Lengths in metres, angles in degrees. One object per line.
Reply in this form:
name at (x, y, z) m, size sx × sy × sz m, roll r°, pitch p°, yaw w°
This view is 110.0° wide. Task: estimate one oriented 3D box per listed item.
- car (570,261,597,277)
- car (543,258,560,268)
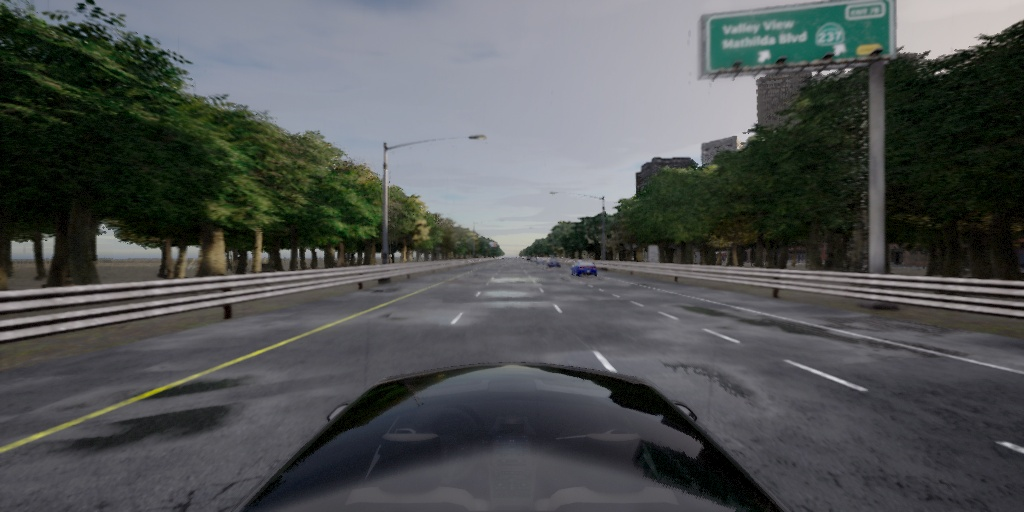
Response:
car at (6.985, 1.243, 35.255) m, size 1.882 × 1.535 × 5.008 m, roll 0°, pitch 0°, yaw 0°
car at (6.974, 1.130, 61.166) m, size 2.097 × 1.767 × 4.553 m, roll 0°, pitch 0°, yaw 0°
